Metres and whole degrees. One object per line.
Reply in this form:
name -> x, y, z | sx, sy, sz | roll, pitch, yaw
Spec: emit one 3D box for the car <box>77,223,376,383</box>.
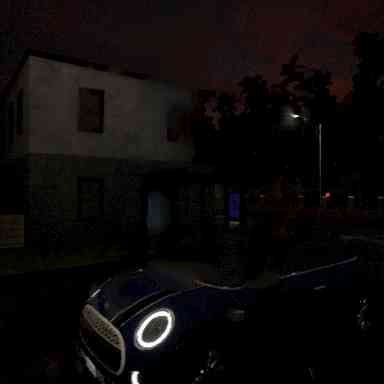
car -> 0.720, 1.352, 5.003 | 4.553, 1.767, 2.097 | 0, 0, -35
